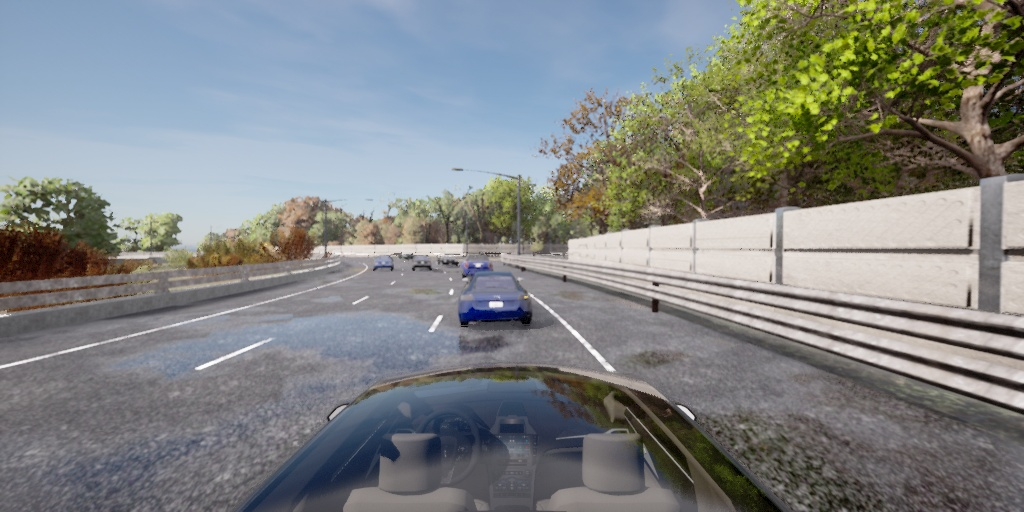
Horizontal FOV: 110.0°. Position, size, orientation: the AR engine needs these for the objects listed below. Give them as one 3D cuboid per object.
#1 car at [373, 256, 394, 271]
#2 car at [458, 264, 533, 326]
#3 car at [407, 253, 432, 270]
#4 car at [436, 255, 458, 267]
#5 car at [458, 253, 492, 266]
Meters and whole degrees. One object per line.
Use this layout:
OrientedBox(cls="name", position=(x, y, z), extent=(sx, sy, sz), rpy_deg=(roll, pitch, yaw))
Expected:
OrientedBox(cls="car", position=(-12.746, 0.659, 35.677), extent=(2.033, 1.411, 5.357), rpy_deg=(0, 1, -19))
OrientedBox(cls="car", position=(-0.564, 1.135, 10.921), extent=(1.994, 1.385, 4.181), rpy_deg=(0, 1, -5))
OrientedBox(cls="car", position=(-9.178, 0.645, 36.014), extent=(2.033, 1.411, 5.357), rpy_deg=(0, 1, -18))
OrientedBox(cls="car", position=(-7.719, 0.572, 42.317), extent=(1.895, 1.301, 4.718), rpy_deg=(-1, 1, -21))
OrientedBox(cls="car", position=(-2.597, 0.632, 25.930), extent=(2.097, 1.767, 4.553), rpy_deg=(0, 1, -10))
